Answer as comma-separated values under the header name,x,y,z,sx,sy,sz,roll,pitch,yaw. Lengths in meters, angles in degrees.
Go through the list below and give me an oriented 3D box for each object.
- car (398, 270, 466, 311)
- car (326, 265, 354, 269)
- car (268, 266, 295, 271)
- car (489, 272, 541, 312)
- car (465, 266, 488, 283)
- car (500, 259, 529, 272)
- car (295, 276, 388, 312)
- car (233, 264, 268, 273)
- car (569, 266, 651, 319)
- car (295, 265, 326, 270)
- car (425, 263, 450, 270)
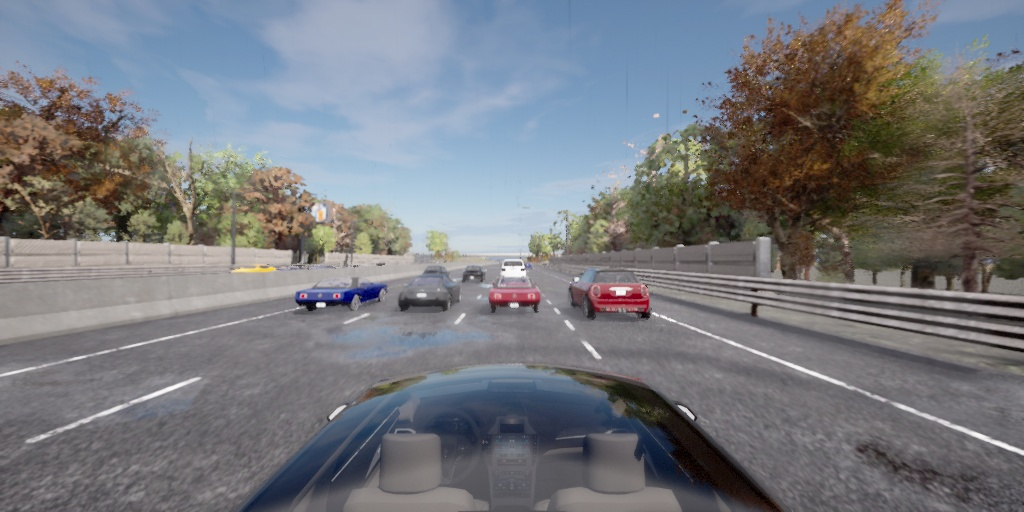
name,x,y,z,sx,sy,sz,roll,pitch,yaw
car,-3.401,1.472,15.496,1.994,1.385,4.181,0,-1,0
car,-17.598,1.780,38.522,1.895,1.301,4.718,0,-1,0
car,-24.593,1.801,40.263,1.895,1.301,4.718,0,-1,0
car,0.099,1.504,15.056,1.895,1.301,4.718,0,-1,0
car,-3.402,1.619,33.011,1.837,1.490,4.892,0,-1,0
car,0.096,1.327,32.273,2.150,2.045,5.566,0,-1,0
car,-6.900,1.505,15.181,1.895,1.301,4.718,0,-1,0
car,-28.092,1.666,39.299,1.882,1.535,5.008,0,-1,0
car,3.505,1.230,13.686,2.097,1.767,4.553,0,-1,0
car,-21.099,1.740,39.632,2.033,1.411,5.357,0,-1,0
car,-6.904,1.619,33.027,1.837,1.490,4.892,0,-1,0
